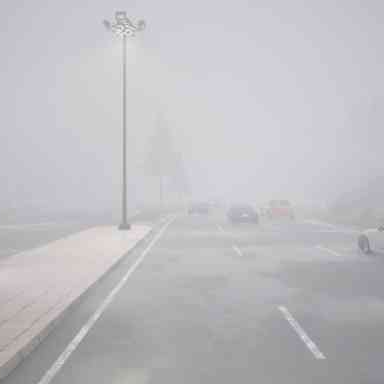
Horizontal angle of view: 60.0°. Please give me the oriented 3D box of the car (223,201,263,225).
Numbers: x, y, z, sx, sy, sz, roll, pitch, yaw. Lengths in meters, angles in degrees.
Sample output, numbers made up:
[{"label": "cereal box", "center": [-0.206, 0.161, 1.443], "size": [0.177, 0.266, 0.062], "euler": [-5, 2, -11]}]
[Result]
[{"label": "car", "center": [3.663, 1.593, 24.682], "size": [1.994, 1.385, 4.181], "euler": [0, 0, 1]}]

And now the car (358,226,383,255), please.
[{"label": "car", "center": [7.099, 1.538, 10.448], "size": [1.812, 1.442, 4.674], "euler": [0, 0, 0]}]

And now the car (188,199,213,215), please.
[{"label": "car", "center": [0.780, 1.641, 33.858], "size": [1.895, 1.301, 4.718], "euler": [0, 0, 8]}]

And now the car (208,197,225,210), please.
[{"label": "car", "center": [3.151, 1.404, 43.881], "size": [2.097, 1.767, 4.553], "euler": [0, 0, 15]}]

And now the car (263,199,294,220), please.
[{"label": "car", "center": [7.315, 1.386, 28.874], "size": [2.097, 1.767, 4.553], "euler": [0, 0, 2]}]
